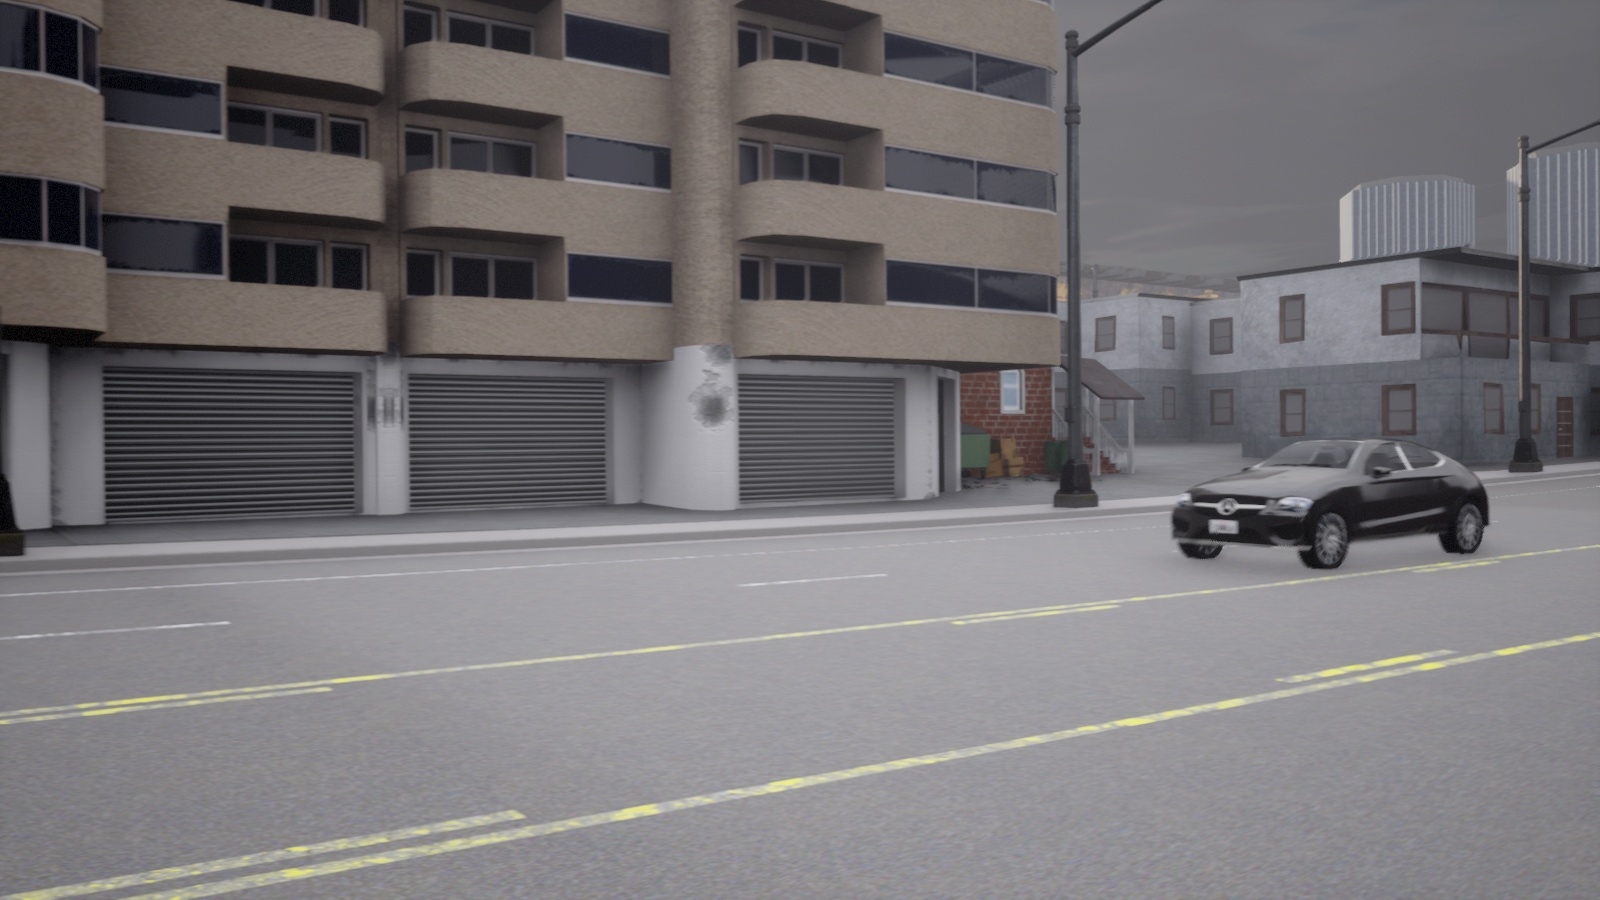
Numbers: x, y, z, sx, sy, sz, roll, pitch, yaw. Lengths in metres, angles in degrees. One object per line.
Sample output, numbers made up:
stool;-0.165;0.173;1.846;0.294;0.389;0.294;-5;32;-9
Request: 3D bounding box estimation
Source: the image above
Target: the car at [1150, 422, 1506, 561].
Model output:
car;7.362;0.463;17.313;5.027;1.651;2.152;-1;0;-35
